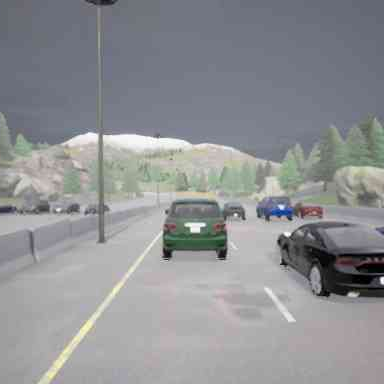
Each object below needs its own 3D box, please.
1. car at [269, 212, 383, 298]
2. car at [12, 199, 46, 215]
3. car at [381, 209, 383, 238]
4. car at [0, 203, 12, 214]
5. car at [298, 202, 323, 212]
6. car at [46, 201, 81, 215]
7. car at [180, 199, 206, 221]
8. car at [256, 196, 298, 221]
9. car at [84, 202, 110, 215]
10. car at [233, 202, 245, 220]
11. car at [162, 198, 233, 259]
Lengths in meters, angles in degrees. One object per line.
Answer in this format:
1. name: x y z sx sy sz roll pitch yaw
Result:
1. car: 3.598 1.492 8.600 1.882 1.535 5.008 0 0 0
2. car: -17.596 1.627 37.227 2.097 1.767 4.553 0 -1 0
3. car: 10.598 1.568 14.747 1.812 1.442 4.674 0 0 0
4. car: -21.099 1.862 36.271 1.895 1.301 4.718 0 -1 0
5. car: 10.595 1.671 31.252 1.882 1.535 5.008 0 -1 0
6. car: -14.096 1.772 37.571 2.128 1.511 4.902 0 -1 0
7. car: 0.095 1.525 29.491 2.097 1.767 4.553 0 -1 0
8. car: 7.095 1.387 28.949 2.150 2.045 5.566 0 -1 0
9. car: -10.596 1.843 37.488 1.994 1.385 4.181 0 -1 0
10. car: 3.595 1.681 29.831 1.837 1.490 4.892 0 -1 0
11. car: 0.098 1.254 12.811 2.150 2.045 5.566 0 0 0
